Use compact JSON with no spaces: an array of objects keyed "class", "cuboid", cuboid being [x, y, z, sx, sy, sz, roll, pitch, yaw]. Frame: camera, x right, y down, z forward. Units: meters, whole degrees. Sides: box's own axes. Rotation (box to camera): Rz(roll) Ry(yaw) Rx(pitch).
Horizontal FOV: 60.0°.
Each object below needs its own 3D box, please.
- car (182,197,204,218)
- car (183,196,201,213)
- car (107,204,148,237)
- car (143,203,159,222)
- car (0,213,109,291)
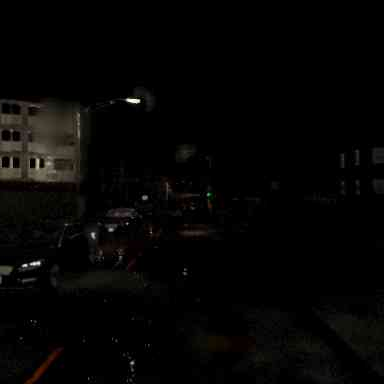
[{"class":"car","cuboid":[0.103,1.660,33.834,2.097,1.767,4.553,0,-1,0]},{"class":"car","cuboid":[0.012,1.630,44.606,2.150,2.045,5.566,0,0,0]},{"class":"car","cuboid":[-4.091,1.668,19.276,2.128,1.511,4.902,0,-1,0]},{"class":"car","cuboid":[-4.052,1.746,29.450,1.882,1.535,5.008,0,-1,0]},{"class":"car","cuboid":[-4.099,1.577,9.312,2.128,1.511,4.902,0,-1,0]}]
